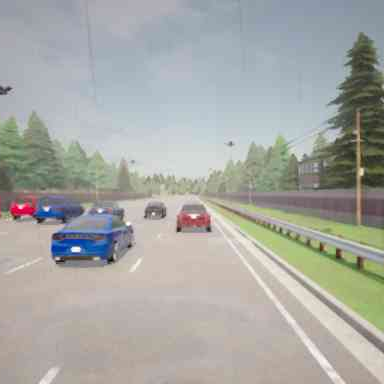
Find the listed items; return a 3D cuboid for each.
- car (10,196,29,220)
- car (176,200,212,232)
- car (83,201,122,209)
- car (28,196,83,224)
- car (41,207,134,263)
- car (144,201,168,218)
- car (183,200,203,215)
[{"bbox_3d":[-13.907,1.374,29.702,2.150,2.045,5.566,0,0,0],"label":"car"},{"bbox_3d":[0.105,1.460,21.267,2.097,1.767,4.553,0,0,0],"label":"car"},{"bbox_3d":[-6.920,1.489,27.262,2.097,1.767,4.553,0,0,0],"label":"car"},{"bbox_3d":[-10.422,1.359,26.546,2.150,2.045,5.566,0,0,0],"label":"car"},{"bbox_3d":[-3.397,1.540,12.204,1.882,1.535,5.008,0,0,0],"label":"car"},{"bbox_3d":[-3.402,1.669,31.906,1.837,1.490,4.892,0,0,0],"label":"car"},{"bbox_3d":[0.108,1.688,38.396,2.128,1.511,4.902,0,0,0],"label":"car"}]
